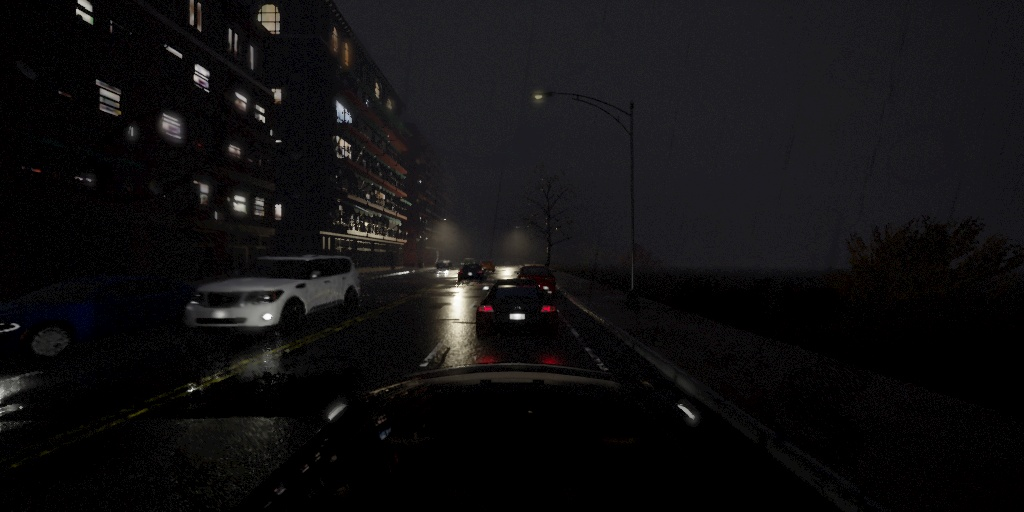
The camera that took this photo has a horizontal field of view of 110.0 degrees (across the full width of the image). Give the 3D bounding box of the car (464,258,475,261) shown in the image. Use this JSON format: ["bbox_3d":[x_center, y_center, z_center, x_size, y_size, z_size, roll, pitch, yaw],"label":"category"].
[{"bbox_3d":[-6.510,1.102,54.185,2.097,1.767,4.553,0,0,0],"label":"car"}]

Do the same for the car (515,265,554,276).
[{"bbox_3d":[1.163,1.230,18.896,1.882,1.535,5.008,0,0,0],"label":"car"}]

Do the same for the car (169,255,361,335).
[{"bbox_3d":[-6.585,0.973,10.855,2.150,2.045,5.566,0,0,0],"label":"car"}]

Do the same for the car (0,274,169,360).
[{"bbox_3d":[-9.840,1.229,8.549,1.882,1.535,5.008,0,0,0],"label":"car"}]

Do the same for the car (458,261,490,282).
[{"bbox_3d":[-3.111,1.315,28.640,1.994,1.385,4.181,0,0,0],"label":"car"}]

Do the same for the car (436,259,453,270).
[{"bbox_3d":[-9.767,1.242,52.126,2.128,1.511,4.902,0,0,0],"label":"car"}]

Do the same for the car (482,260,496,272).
[{"bbox_3d":[-3.085,1.229,44.362,1.882,1.535,5.008,0,0,-1],"label":"car"}]

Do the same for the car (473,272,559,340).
[{"bbox_3d":[0.114,1.315,9.976,1.994,1.385,4.181,0,0,0],"label":"car"}]
